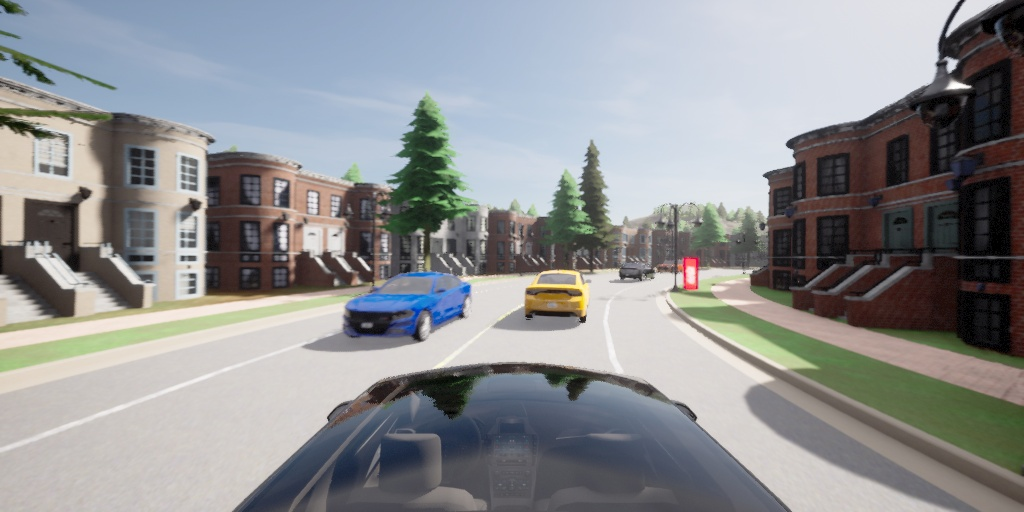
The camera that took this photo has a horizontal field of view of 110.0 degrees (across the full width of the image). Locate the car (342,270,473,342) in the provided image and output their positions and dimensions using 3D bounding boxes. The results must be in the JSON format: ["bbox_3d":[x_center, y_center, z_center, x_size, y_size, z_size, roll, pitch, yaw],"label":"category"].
[{"bbox_3d":[-2.594,1.204,10.062,1.882,1.535,5.008,0,0,11],"label":"car"}]

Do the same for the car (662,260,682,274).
[{"bbox_3d":[20.051,1.274,45.330,4.553,1.767,2.097,0,0,-41],"label":"car"}]

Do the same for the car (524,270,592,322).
[{"bbox_3d":[1.717,1.241,12.575,1.882,1.535,5.008,0,0,13],"label":"car"}]

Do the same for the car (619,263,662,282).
[{"bbox_3d":[10.720,1.333,30.461,2.128,1.511,4.902,0,0,39],"label":"car"}]

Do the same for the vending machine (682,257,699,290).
[{"bbox_3d":[10.545,1.036,21.155,1.100,2.100,0.880,0,0,29],"label":"vending machine"}]
